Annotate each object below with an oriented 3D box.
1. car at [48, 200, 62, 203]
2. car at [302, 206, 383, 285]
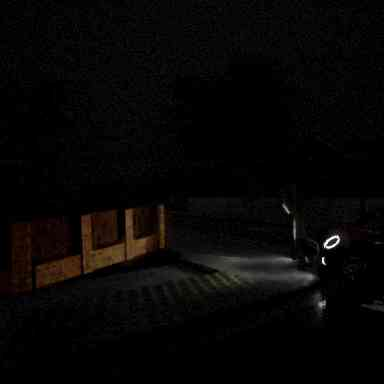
[{"bbox_3d":[-19.340,1.902,47.103,1.882,1.535,5.008,0,-1,-42],"label":"car"},{"bbox_3d":[5.227,1.133,8.438,4.553,1.767,2.097,-1,1,5],"label":"car"}]
